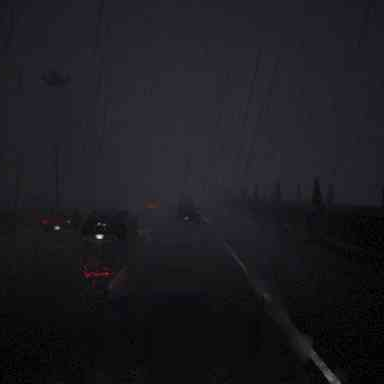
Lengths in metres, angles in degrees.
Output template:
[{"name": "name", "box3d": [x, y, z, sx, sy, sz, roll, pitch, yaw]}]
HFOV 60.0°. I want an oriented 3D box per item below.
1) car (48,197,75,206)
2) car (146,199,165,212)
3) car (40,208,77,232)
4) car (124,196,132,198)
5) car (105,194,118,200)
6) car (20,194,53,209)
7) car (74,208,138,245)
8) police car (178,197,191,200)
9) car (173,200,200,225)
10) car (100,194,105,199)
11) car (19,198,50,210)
[{"name": "car", "box3d": [-14.967, 1.639, 39.614, 1.994, 1.385, 4.181, 0, 0, -1]}, {"name": "car", "box3d": [-4.260, 1.524, 38.905, 1.882, 1.535, 5.008, 0, 0, -1]}, {"name": "car", "box3d": [-7.337, 1.639, 20.210, 1.895, 1.301, 4.718, 0, 0, -1]}, {"name": "car", "box3d": [-15.837, 1.640, 81.836, 2.033, 1.411, 5.357, 0, 0, -1]}, {"name": "car", "box3d": [-19.336, 1.609, 81.756, 1.837, 1.490, 4.892, 0, 0, -1]}, {"name": "car", "box3d": [-18.485, 1.307, 40.324, 2.150, 2.045, 5.566, 0, 0, -1]}, {"name": "car", "box3d": [-3.741, 1.529, 15.696, 1.837, 1.490, 4.892, 0, 0, -1]}, {"name": "police car", "box3d": [-0.872, 1.466, 43.299, 1.930, 1.638, 5.238, 0, 0, -1]}, {"name": "car", "box3d": [-0.422, 1.548, 24.103, 1.812, 1.442, 4.674, 0, 0, -1]}, {"name": "car", "box3d": [-22.980, 1.308, 88.043, 1.882, 1.535, 5.008, 0, 0, -1]}, {"name": "car", "box3d": [-22.117, 1.649, 46.959, 2.033, 1.411, 5.357, 0, 0, -1]}]
